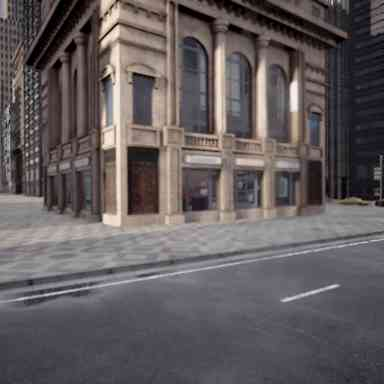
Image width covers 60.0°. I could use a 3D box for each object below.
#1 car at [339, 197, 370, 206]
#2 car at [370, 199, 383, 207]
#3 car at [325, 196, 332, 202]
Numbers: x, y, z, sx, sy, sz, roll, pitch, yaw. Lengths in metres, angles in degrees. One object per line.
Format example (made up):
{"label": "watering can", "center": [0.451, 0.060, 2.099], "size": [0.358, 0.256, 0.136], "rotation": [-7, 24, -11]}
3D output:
{"label": "car", "center": [25.808, 1.496, 52.647], "size": [1.752, 1.417, 4.829], "rotation": [0, 0, -36]}
{"label": "car", "center": [29.001, 1.560, 48.224], "size": [1.887, 1.381, 4.507], "rotation": [0, 0, -36]}
{"label": "car", "center": [26.039, 1.364, 66.894], "size": [1.947, 1.339, 4.313], "rotation": [0, 1, -36]}
